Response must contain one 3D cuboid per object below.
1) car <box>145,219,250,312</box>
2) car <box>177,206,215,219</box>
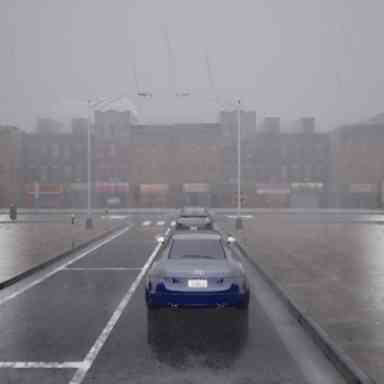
[{"bbox_3d":[0.099,1.561,7.799,1.994,1.385,4.181,0,0,0],"label":"car"},{"bbox_3d":[0.177,1.487,18.080,2.128,1.511,4.902,0,0,2],"label":"car"}]
